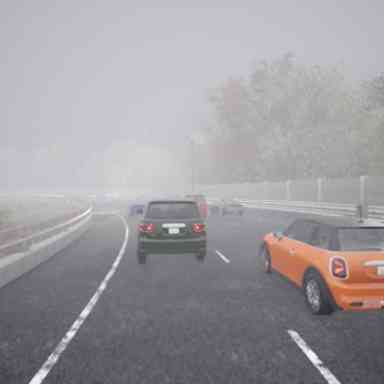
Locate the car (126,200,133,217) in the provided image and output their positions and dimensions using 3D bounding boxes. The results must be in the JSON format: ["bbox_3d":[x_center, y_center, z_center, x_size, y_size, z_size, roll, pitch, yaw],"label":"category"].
[{"bbox_3d":[-5.038,1.422,31.146,1.882,1.535,5.008,0,0,-17],"label":"car"}]

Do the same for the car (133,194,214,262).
[{"bbox_3d":[-0.840,1.196,12.194,2.150,2.045,5.566,0,0,-7],"label":"car"}]

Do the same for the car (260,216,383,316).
[{"bbox_3d":[3.086,1.323,7.667,2.097,1.767,4.553,0,0,-4],"label":"car"}]

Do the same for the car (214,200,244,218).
[{"bbox_3d":[2.850,1.414,28.883,2.128,1.511,4.902,0,0,-16],"label":"car"}]

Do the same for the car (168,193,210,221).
[{"bbox_3d":[-0.408,1.158,27.879,2.150,2.045,5.566,0,0,-16],"label":"car"}]

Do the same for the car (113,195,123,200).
[{"bbox_3d":[-19.148,1.391,85.815,1.812,1.442,4.674,0,0,-2],"label":"car"}]

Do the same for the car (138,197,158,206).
[{"bbox_3d":[-7.235,1.463,54.091,1.994,1.385,4.181,0,0,-26],"label":"car"}]
